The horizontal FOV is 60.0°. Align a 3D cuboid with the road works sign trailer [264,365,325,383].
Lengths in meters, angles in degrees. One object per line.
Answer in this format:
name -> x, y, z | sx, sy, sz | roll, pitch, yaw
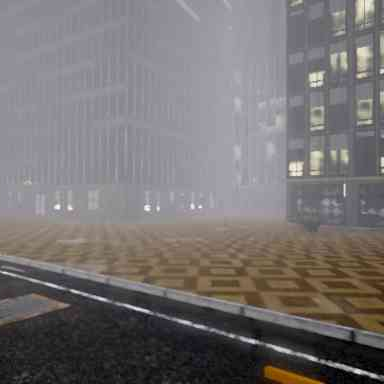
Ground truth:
road works sign trailer -> 1.928, 0.538, 2.625 | 2.880, 3.560, 2.380 | -1, -2, 36
